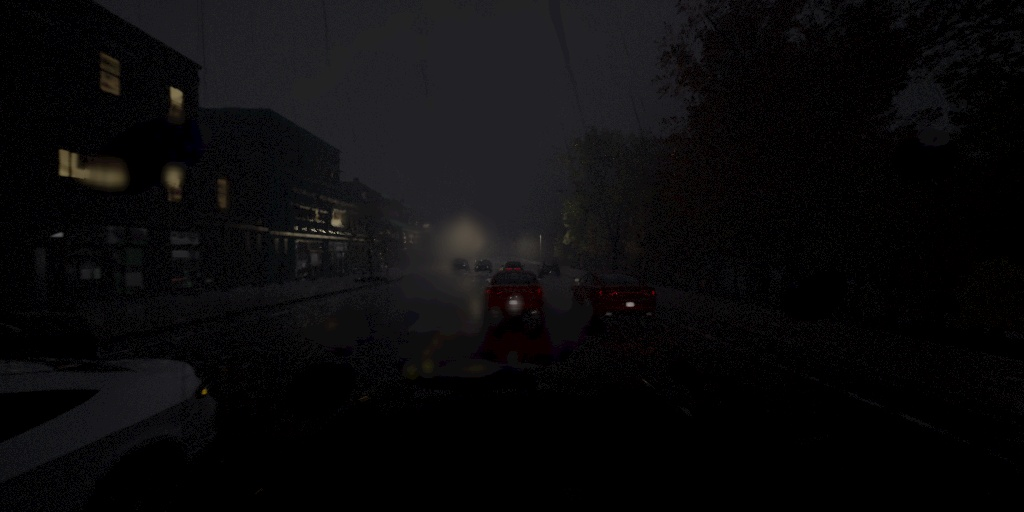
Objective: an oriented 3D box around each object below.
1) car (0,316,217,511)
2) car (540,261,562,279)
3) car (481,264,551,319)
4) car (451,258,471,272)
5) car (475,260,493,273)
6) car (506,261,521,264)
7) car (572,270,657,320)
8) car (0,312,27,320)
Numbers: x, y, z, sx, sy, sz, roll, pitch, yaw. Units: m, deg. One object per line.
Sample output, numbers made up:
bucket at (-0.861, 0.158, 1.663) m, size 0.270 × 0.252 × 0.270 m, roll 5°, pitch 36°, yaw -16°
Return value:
car at (-3.351, 1.276, 1.092) m, size 1.812 × 1.442 × 4.674 m, roll 0°, pitch 0°, yaw 0°
car at (3.348, 1.223, 32.366) m, size 2.128 × 1.511 × 4.902 m, roll 0°, pitch 0°, yaw 0°
car at (0.099, 1.221, 12.838) m, size 1.882 × 1.535 × 5.008 m, roll 0°, pitch 0°, yaw 0°
car at (-6.582, 1.073, 46.367) m, size 2.097 × 1.767 × 4.553 m, roll 0°, pitch 0°, yaw 0°
car at (-3.339, 1.202, 43.198) m, size 1.882 × 1.535 × 5.008 m, roll 0°, pitch 0°, yaw 0°
car at (0.098, 1.236, 32.711) m, size 1.837 × 1.490 × 4.892 m, roll 0°, pitch 0°, yaw 0°
car at (3.350, 1.221, 12.631) m, size 1.882 × 1.535 × 5.008 m, roll 0°, pitch 0°, yaw 0°
car at (-6.600, 1.240, 2.837) m, size 2.128 × 1.511 × 4.902 m, roll 0°, pitch 0°, yaw 0°
